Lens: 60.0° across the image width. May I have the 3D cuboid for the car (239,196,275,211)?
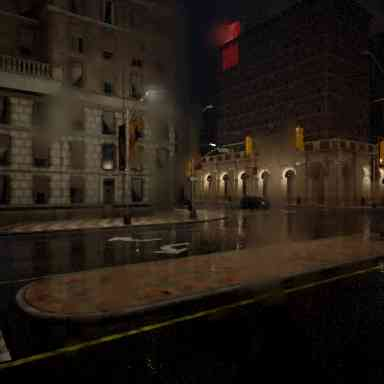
[{"bbox_3d":[7.917,1.352,40.791,2.097,1.767,4.553,0,0,-36],"label":"car"}]

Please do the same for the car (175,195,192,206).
[{"bbox_3d":[-1.622,1.564,54.184,1.994,1.385,4.181,0,0,-35],"label":"car"}]
